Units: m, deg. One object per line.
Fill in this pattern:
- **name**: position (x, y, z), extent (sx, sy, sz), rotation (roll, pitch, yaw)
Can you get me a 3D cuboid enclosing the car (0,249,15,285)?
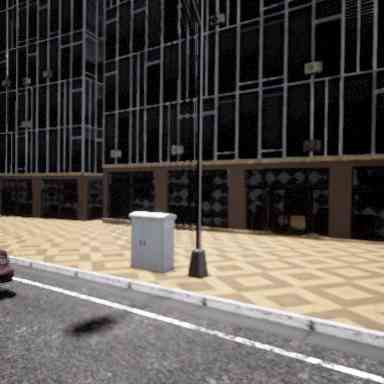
- **car**: position (-6.436, 1.536, 7.924), extent (5.357, 1.411, 2.033), rotation (0, 0, 33)
